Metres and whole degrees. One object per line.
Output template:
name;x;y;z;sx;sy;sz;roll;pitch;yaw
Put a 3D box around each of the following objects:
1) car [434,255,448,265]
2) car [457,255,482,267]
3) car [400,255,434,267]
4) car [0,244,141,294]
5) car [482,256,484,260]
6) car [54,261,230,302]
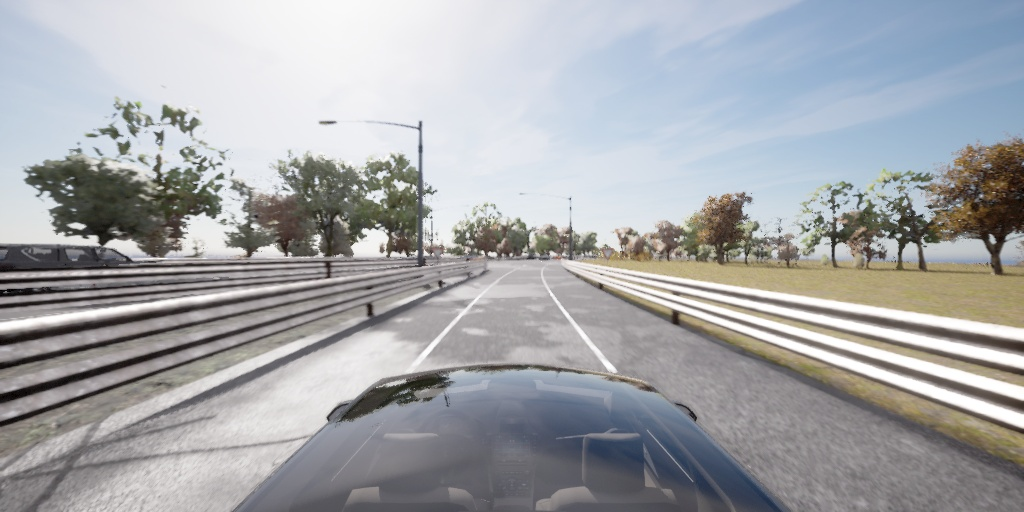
car;-11.875;0.605;56.873;2.097;1.767;4.553;0;0;14
car;-6.311;0.840;50.068;2.033;1.411;5.357;0;0;13
car;-11.557;0.798;42.838;1.837;1.490;4.892;0;0;13
car;-17.364;0.570;14.497;2.150;2.045;5.566;0;0;11
car;-6.976;0.609;62.119;2.097;1.767;4.553;0;0;14
car;-13.883;0.966;14.147;1.895;1.301;4.718;0;0;11
